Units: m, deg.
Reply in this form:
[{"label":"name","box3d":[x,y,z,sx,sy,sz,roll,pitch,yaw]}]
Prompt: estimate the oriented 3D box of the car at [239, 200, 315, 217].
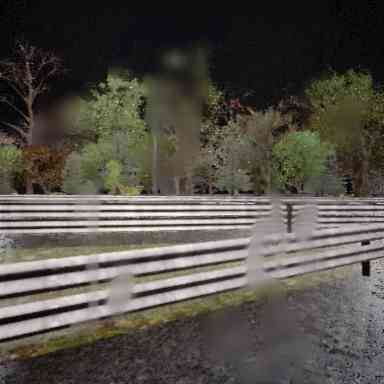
[{"label":"car","box3d":[4.742,1.165,18.548,4.181,1.385,1.994,1,0,-17]}]
